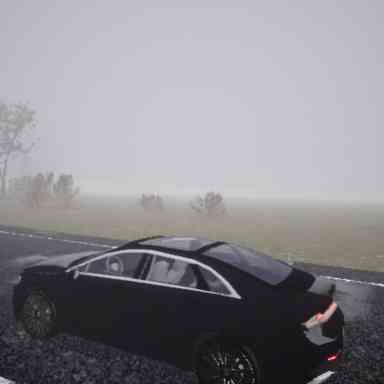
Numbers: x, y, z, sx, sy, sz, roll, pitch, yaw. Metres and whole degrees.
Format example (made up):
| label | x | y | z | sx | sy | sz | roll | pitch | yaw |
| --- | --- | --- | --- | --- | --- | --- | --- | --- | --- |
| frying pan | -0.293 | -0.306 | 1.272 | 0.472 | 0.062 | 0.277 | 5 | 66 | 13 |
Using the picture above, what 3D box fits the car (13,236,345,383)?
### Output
| label | x | y | z | sx | sy | sz | roll | pitch | yaw |
| --- | --- | --- | --- | --- | --- | --- | --- | --- | --- |
| car | -0.467 | 1.408 | 4.832 | 4.902 | 1.511 | 2.128 | 2 | 1 | 28 |
